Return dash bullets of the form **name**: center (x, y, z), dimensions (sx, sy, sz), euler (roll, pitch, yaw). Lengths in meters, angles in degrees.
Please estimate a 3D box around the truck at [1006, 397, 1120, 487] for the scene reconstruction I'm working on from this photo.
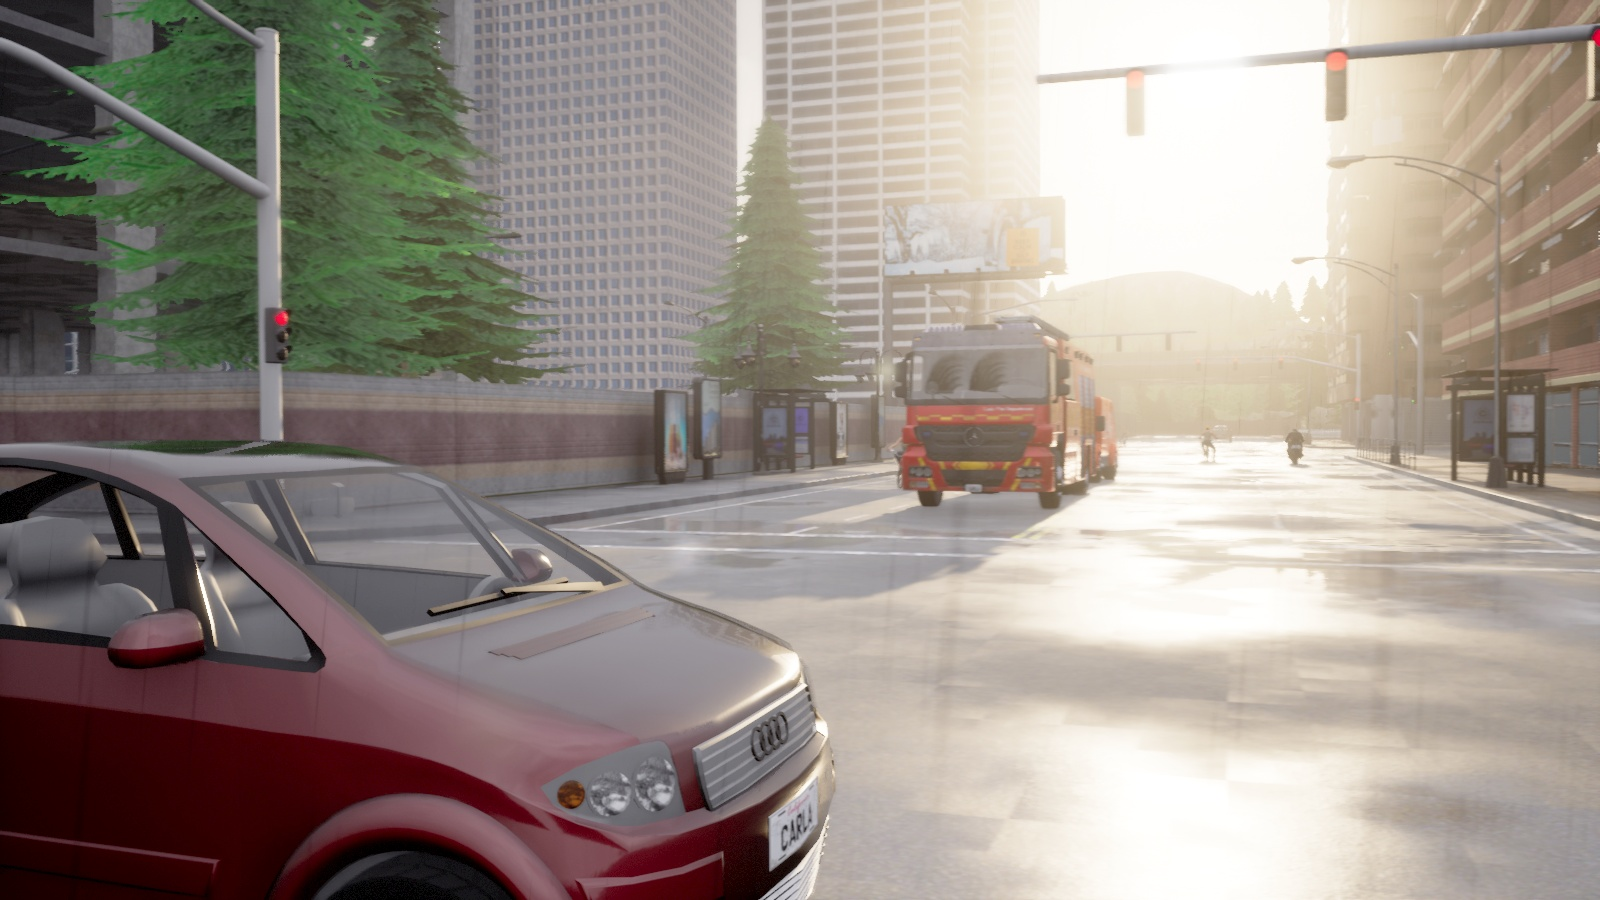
- **truck**: center (7.840, -0.265, 36.957), dimensions (2.627, 2.467, 5.204), euler (0, 1, 19)

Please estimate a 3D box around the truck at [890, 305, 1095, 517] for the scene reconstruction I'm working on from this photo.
- **truck**: center (4.450, -0.782, 27.114), dimensions (2.891, 3.827, 8.468), euler (0, 1, 19)

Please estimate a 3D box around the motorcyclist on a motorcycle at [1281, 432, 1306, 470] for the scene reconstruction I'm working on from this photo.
- **motorcyclist on a motorcycle**: center (20.499, 0.024, 52.236), dimensions (0.866, 1.530, 2.191), euler (0, 1, 19)

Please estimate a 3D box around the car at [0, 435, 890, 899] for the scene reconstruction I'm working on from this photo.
- **car**: center (-1.753, 0.738, 3.780), dimensions (3.705, 1.549, 1.789), euler (0, 1, 19)
